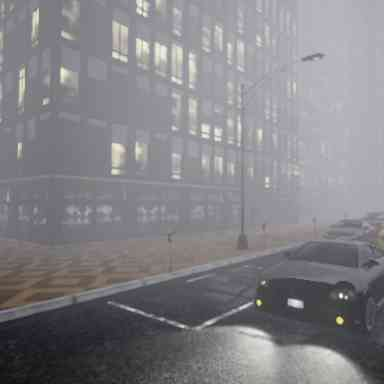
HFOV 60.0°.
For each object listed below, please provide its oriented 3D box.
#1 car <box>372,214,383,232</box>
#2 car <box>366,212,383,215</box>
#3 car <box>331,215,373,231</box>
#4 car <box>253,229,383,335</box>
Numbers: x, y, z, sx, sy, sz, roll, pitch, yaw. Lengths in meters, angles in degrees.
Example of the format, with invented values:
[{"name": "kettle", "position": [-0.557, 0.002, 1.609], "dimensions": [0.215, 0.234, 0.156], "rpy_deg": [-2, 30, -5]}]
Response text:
[{"name": "car", "position": [9.888, 1.872, 14.990], "dimensions": [1.882, 1.535, 5.008], "rpy_deg": [-2, -2, 41]}, {"name": "car", "position": [11.743, 2.009, 21.032], "dimensions": [1.967, 1.590, 4.097], "rpy_deg": [-1, -2, 41]}, {"name": "car", "position": [8.094, 2.040, 16.853], "dimensions": [1.802, 1.307, 4.206], "rpy_deg": [-1, -2, 41]}, {"name": "car", "position": [3.071, 1.751, 7.178], "dimensions": [1.994, 1.385, 4.181], "rpy_deg": [-2, -2, 41]}]
